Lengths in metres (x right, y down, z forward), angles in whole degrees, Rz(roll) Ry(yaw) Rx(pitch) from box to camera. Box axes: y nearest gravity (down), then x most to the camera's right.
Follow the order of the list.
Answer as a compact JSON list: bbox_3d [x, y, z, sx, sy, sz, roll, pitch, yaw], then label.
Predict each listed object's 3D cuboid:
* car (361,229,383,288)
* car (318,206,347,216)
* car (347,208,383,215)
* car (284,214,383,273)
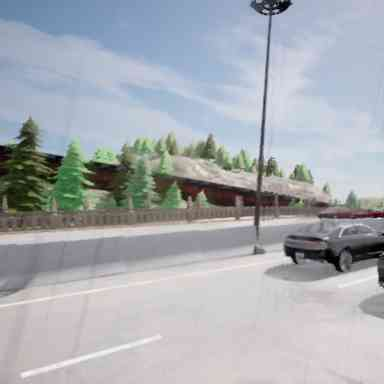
[{"bbox_3d":[6.447,1.670,8.214,4.892,1.490,1.837,0,-2,-35],"label":"car"},{"bbox_3d":[15.808,2.325,36.436,5.008,1.535,1.882,2,-3,-35],"label":"car"},{"bbox_3d":[18.245,2.364,33.865,4.718,1.301,1.895,1,-2,-35],"label":"car"},{"bbox_3d":[5.318,1.760,11.701,4.902,1.511,2.128,0,-2,-35],"label":"car"}]
